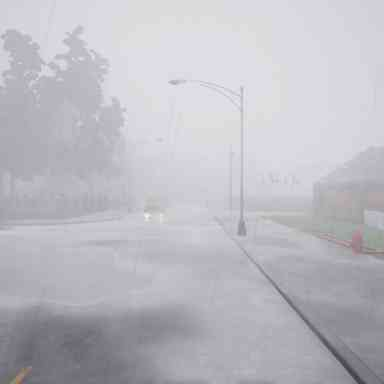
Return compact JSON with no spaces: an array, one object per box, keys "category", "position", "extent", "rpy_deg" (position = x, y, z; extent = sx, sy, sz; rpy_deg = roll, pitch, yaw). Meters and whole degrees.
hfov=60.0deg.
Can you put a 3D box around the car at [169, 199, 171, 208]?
[{"category":"car","position":[-4.175,1.352,48.151],"extent":[2.097,1.767,4.553],"rpy_deg":[0,0,0]}]

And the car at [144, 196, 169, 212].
[{"category":"car","position":[-4.175,1.352,37.899],"extent":[2.097,1.767,4.553],"rpy_deg":[0,0,0]}]
